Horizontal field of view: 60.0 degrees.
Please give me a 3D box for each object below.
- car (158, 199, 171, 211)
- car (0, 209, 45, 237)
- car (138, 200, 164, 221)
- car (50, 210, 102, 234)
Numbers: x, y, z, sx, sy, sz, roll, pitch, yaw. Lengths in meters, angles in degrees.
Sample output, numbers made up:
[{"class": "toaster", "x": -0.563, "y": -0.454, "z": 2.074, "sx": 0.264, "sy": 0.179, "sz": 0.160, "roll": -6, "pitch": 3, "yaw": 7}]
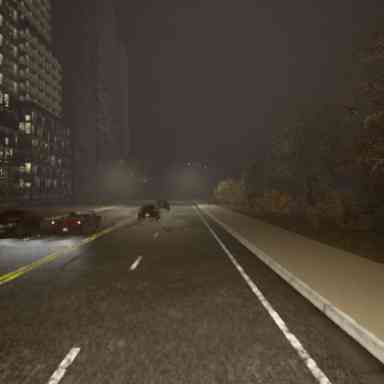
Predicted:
[{"class": "car", "x": -4.190, "y": 1.713, "z": 47.672, "sx": 2.097, "sy": 1.767, "sz": 4.553, "roll": 0, "pitch": 0, "yaw": -1}, {"class": "car", "x": -10.253, "y": 1.721, "z": 19.521, "sx": 1.812, "sy": 1.442, "sz": 4.674, "roll": 0, "pitch": 0, "yaw": -1}, {"class": "car", "x": -3.793, "y": 1.760, "z": 30.155, "sx": 1.812, "sy": 1.442, "sz": 4.674, "roll": 0, "pitch": 0, "yaw": -1}, {"class": "car", "x": -7.025, "y": 1.785, "z": 20.572, "sx": 1.895, "sy": 1.301, "sz": 4.718, "roll": 0, "pitch": 0, "yaw": -1}]
